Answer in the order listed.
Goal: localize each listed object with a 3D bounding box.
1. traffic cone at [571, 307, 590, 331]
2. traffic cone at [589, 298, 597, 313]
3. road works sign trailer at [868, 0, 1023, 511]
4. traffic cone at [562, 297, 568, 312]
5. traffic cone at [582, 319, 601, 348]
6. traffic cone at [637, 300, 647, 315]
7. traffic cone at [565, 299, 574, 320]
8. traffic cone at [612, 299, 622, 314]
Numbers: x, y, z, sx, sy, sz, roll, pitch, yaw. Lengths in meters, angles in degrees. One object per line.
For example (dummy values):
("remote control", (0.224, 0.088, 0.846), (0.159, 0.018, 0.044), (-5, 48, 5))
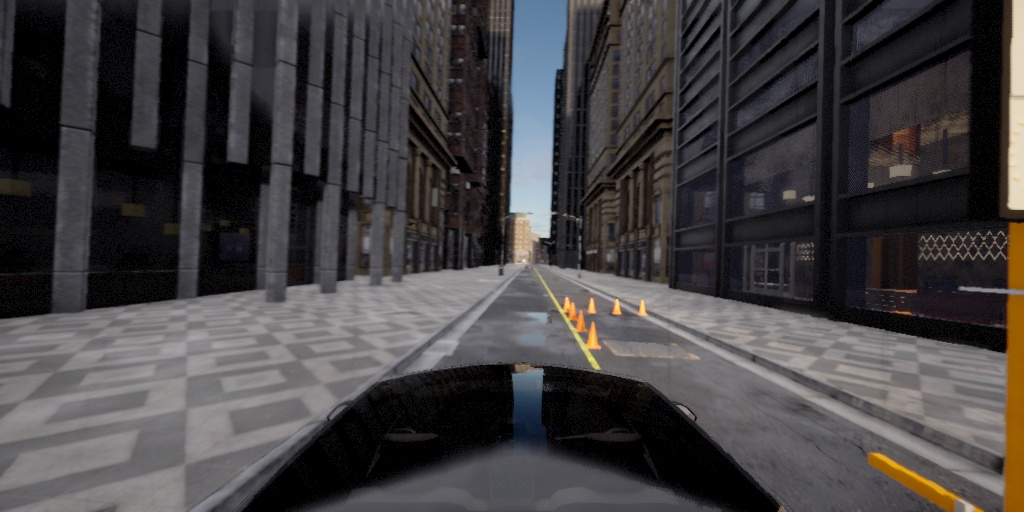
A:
("traffic cone", (2.007, 1.883, 10.504), (0.340, 0.580, 0.340), (0, 0, 3))
("traffic cone", (3.206, 1.973, 14.448), (0.340, 0.580, 0.340), (0, 0, 3))
("road works sign trailer", (2.825, 0.310, 1.451), (2.380, 3.560, 2.880), (0, 0, 3))
("traffic cone", (2.208, 1.939, 14.498), (0.340, 0.580, 0.340), (0, 0, 3))
("traffic cone", (1.906, 1.855, 8.507), (0.340, 0.580, 0.340), (0, 0, 3))
("traffic cone", (5.202, 2.041, 14.346), (0.340, 0.580, 0.340), (0, 0, 3))
("traffic cone", (2.107, 1.911, 12.501), (0.340, 0.580, 0.340), (0, 0, 3))
("traffic cone", (4.204, 2.007, 14.397), (0.340, 0.580, 0.340), (0, 0, 3))
